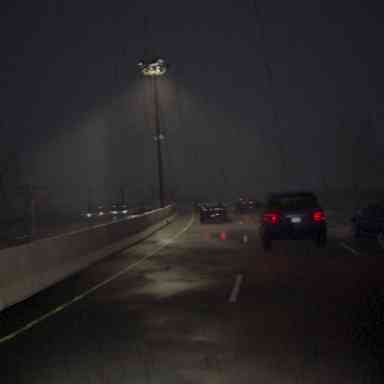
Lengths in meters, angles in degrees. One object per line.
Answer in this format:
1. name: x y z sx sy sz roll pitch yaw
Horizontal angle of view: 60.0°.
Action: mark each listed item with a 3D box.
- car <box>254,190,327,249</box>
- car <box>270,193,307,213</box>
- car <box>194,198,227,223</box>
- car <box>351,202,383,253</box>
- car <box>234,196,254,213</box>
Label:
1. car: 3.852 0.980 13.547 2.150 2.045 5.566 -3 0 9
2. car: 8.715 0.934 30.553 1.882 1.535 5.008 -3 0 0
3. car: 1.555 1.385 24.899 2.128 1.511 4.902 -3 0 3
4. car: 7.044 1.044 11.565 1.882 1.535 5.008 -3 0 11
5. car: 5.220 1.159 32.175 2.128 1.511 4.902 -3 0 0
